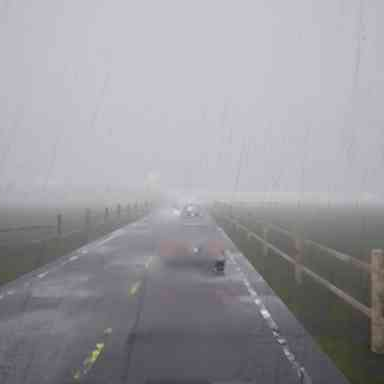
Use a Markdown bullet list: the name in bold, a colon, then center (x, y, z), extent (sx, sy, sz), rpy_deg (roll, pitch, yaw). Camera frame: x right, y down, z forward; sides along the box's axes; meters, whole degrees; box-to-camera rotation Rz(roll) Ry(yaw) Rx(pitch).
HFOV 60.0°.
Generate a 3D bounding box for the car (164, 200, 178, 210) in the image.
- **car**: center (-2.830, 1.820, 45.633), extent (1.895, 1.301, 4.718), rpy_deg (0, 0, 0)

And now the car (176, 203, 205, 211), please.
- **car**: center (0.073, 1.677, 26.209), extent (2.033, 1.411, 5.357), rpy_deg (0, 0, 0)

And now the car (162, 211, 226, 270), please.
- **car**: center (0.068, 1.605, 11.214), extent (2.033, 1.411, 5.357), rpy_deg (0, 0, 0)
